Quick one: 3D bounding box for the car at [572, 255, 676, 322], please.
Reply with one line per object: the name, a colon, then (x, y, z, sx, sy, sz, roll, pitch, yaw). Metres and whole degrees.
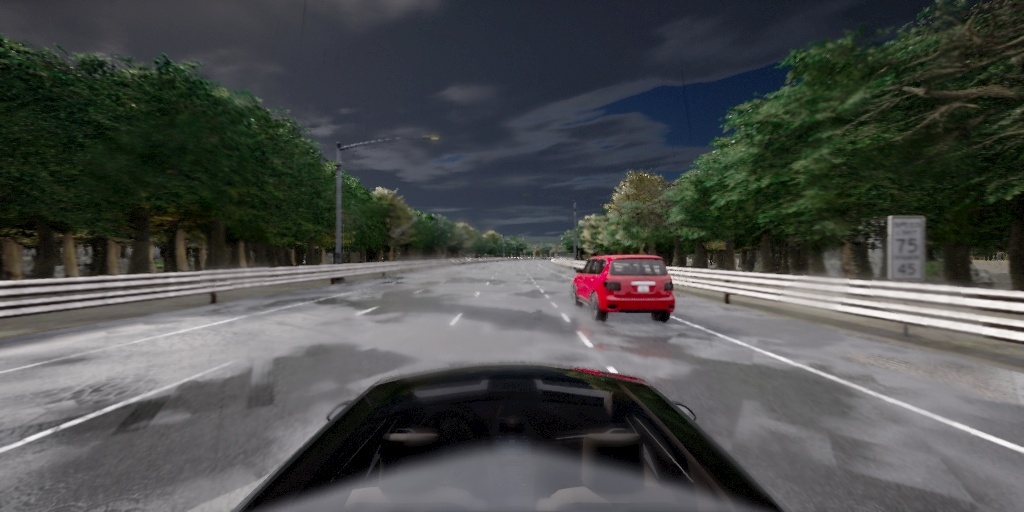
car: (3.530, 0.983, 12.342, 2.150, 2.045, 5.566, 0, 0, 0)
